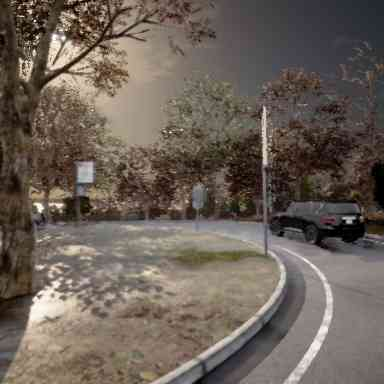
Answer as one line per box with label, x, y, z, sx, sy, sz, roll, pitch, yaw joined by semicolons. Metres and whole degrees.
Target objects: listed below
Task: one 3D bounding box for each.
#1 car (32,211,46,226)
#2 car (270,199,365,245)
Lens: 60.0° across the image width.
car;-15.018;2.263;28.179;4.902;1.511;2.128;0;-1;-16
car;6.036;1.384;16.754;2.150;2.045;5.566;0;-1;-14
